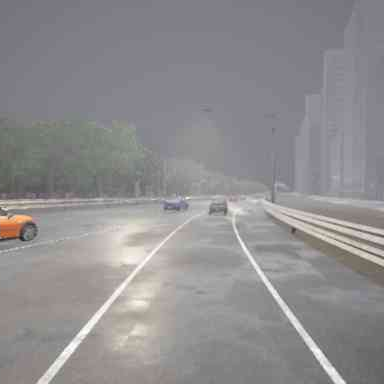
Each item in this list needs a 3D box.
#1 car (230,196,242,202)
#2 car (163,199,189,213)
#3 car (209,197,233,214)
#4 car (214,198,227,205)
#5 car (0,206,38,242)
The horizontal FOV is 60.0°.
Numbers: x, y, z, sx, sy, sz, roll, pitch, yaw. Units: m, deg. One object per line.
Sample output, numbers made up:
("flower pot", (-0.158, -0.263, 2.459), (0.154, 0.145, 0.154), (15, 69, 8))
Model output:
("car", (10.674, 1.704, 84.477), (2.097, 1.767, 4.553), (1, 0, 15))
("car", (-1.731, 1.525, 38.111), (1.882, 1.535, 5.008), (1, 0, 15))
("car", (2.971, 1.581, 36.140), (2.128, 1.511, 4.902), (0, 0, 9))
("car", (5.656, 1.829, 65.699), (1.895, 1.301, 4.718), (1, 0, 15))
("car", (-8.385, 1.243, 13.267), (2.097, 1.767, 4.553), (1, 0, 15))
